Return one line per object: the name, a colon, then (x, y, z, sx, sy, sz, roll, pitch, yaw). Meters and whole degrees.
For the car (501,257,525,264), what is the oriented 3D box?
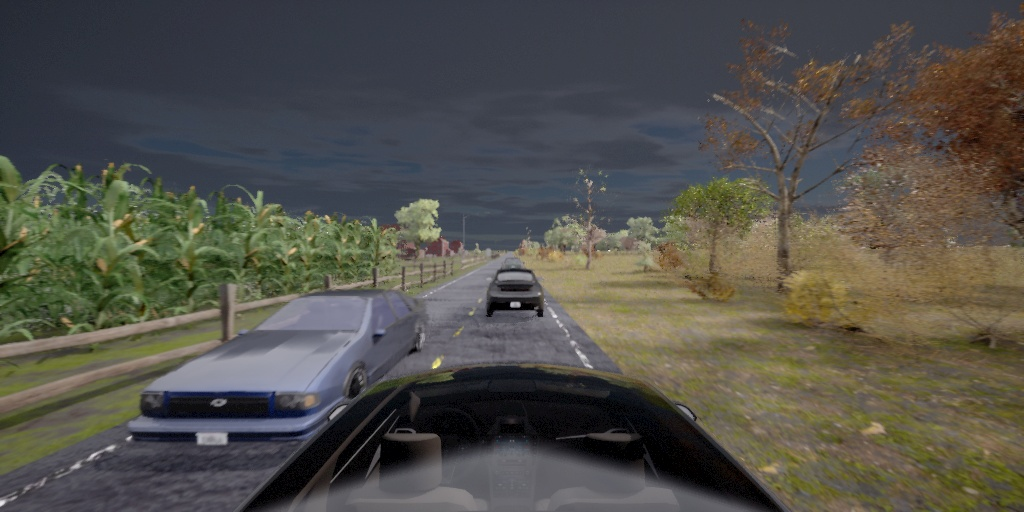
car: (0.084, 0.893, 31.669, 2.097, 1.767, 4.553, 0, 0, 0)

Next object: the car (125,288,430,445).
car: (-2.749, 1.270, 5.947, 2.033, 1.411, 5.357, 0, 0, 0)

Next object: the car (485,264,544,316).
car: (0.099, 1.180, 12.942, 1.837, 1.490, 4.892, 0, 0, 0)
